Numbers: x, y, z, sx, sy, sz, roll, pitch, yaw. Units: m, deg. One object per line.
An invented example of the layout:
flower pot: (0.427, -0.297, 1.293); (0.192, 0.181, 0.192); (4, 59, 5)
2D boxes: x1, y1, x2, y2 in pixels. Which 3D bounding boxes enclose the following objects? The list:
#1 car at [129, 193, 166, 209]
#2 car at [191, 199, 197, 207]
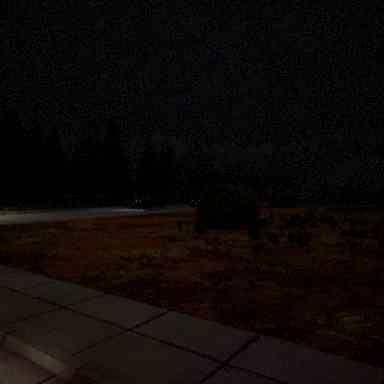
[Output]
car: (-5.693, 1.130, 43.351); (2.150, 2.045, 5.566); (0, 0, 37)
car: (1.743, 1.486, 47.368); (1.994, 1.385, 4.181); (0, 0, 39)
